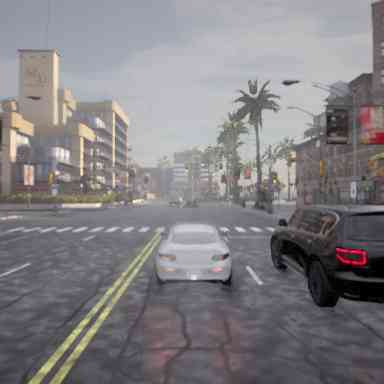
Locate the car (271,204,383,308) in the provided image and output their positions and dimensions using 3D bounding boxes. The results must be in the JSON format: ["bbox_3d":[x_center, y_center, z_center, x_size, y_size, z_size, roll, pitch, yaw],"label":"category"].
[{"bbox_3d":[3.544,1.287,8.189,2.150,2.045,5.566,0,0,0],"label":"car"}]

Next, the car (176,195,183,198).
[{"bbox_3d":[-3.741,2.157,80.727,2.033,1.411,5.357,0,0,0],"label":"car"}]

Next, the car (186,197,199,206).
[{"bbox_3d":[-0.115,2.022,69.402,2.128,1.511,4.902,0,0,0],"label":"car"}]

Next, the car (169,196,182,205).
[{"bbox_3d":[-3.710,2.092,70.549,1.994,1.385,4.181,0,0,0],"label":"car"}]

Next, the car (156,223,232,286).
[{"bbox_3d":[0.048,1.599,9.482,1.812,1.442,4.674,0,0,0],"label":"car"}]

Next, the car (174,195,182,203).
[{"bbox_3d":[-3.774,1.922,91.099,2.150,2.045,5.566,0,0,0],"label":"car"}]
